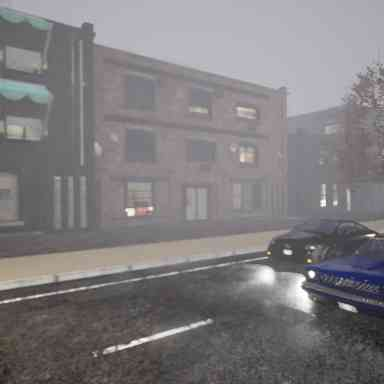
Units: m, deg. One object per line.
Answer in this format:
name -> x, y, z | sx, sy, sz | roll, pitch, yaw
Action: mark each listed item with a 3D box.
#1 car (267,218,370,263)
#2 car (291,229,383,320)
car -> 4.393, 1.563, 10.811 | 4.181, 1.385, 1.994 | 0, 0, -36
car -> 4.372, 1.600, 6.802 | 4.718, 1.301, 1.895 | 0, 0, -36
